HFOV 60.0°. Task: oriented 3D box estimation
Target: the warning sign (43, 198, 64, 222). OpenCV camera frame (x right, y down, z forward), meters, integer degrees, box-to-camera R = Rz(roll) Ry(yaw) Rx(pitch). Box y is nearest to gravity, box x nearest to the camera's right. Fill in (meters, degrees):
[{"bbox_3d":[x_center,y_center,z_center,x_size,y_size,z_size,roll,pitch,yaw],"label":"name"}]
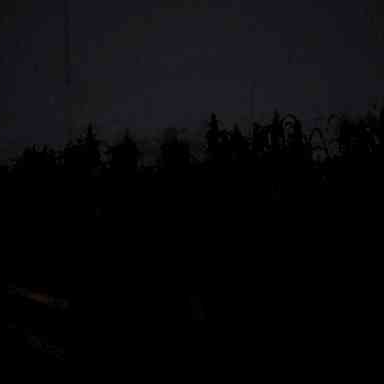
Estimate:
[{"bbox_3d":[-11.266,1.457,27.110,1.300,1.860,1.060,0,0,35],"label":"warning sign"}]
